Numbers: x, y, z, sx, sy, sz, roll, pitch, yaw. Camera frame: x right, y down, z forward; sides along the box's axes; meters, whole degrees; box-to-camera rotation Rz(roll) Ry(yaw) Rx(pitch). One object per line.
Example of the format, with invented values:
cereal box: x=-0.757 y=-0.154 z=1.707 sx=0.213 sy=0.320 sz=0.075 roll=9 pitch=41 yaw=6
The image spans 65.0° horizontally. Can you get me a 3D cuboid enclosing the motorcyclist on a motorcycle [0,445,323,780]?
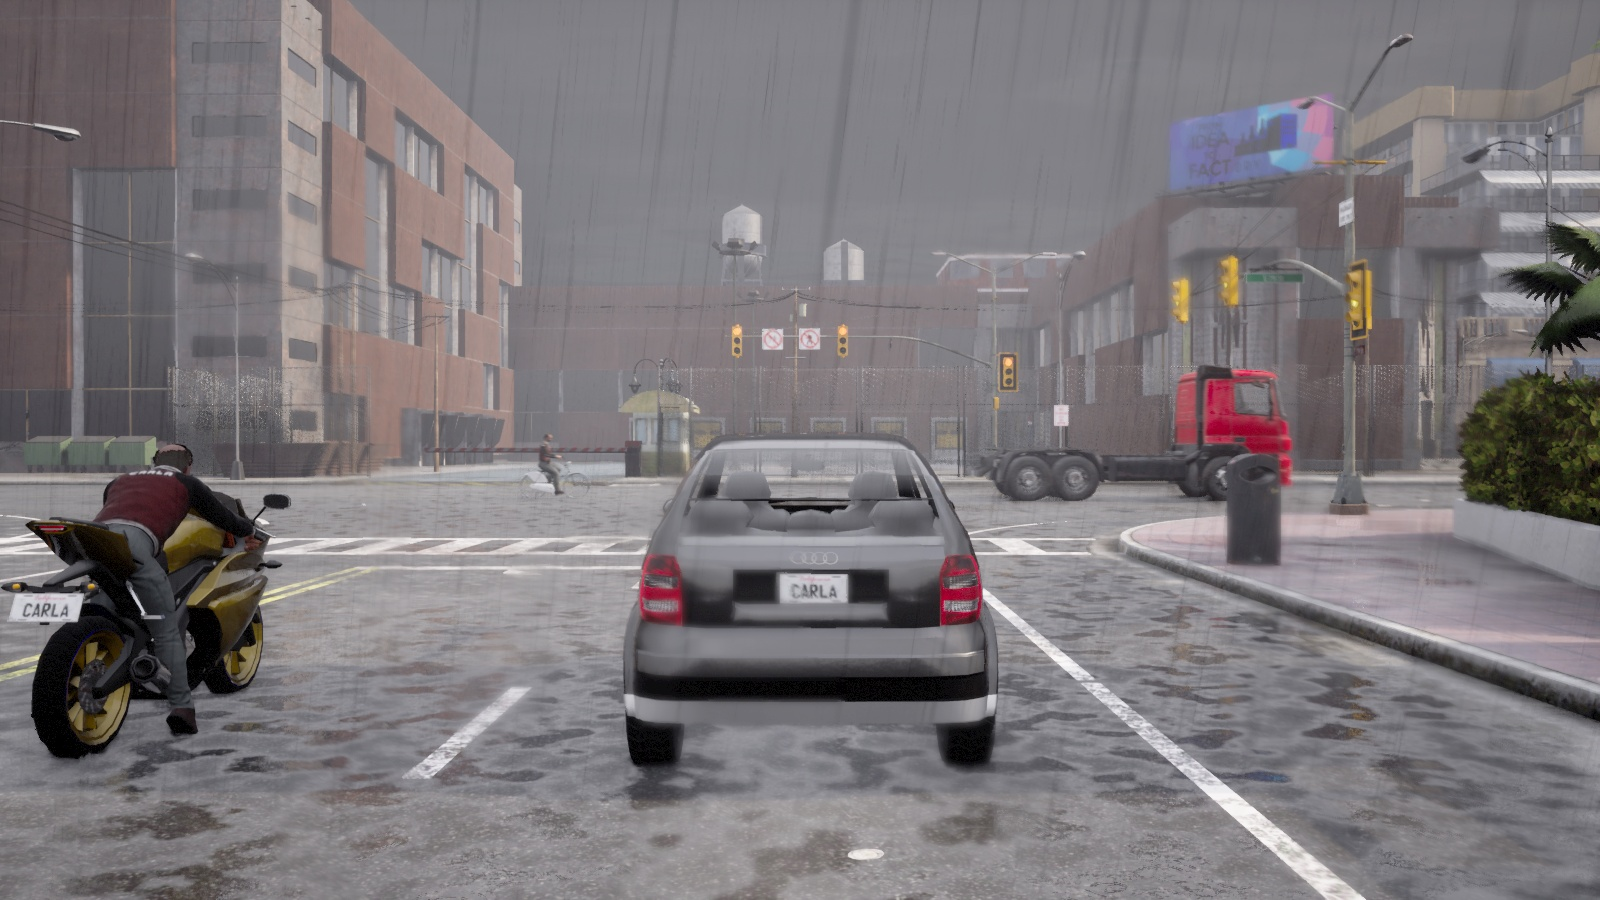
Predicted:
motorcyclist on a motorcycle: x=-3.454 y=0.740 z=6.842 sx=0.866 sy=1.530 sz=2.191 roll=0 pitch=0 yaw=0

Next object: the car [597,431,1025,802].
car: x=0.051 y=0.685 z=7.106 sx=1.789 sy=1.549 sz=3.705 roll=0 pitch=0 yaw=0

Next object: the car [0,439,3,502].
car: x=-21.909 y=0.507 z=29.955 sx=4.514 sy=1.525 sz=2.007 roll=0 pitch=0 yaw=1

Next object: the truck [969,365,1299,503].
truck: x=8.585 y=-0.415 z=33.036 sx=7.936 sy=3.462 sz=2.891 roll=0 pitch=0 yaw=1

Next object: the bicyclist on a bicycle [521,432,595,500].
bicyclist on a bicycle: x=-6.397 y=0.424 z=33.247 sx=1.843 sy=1.776 sz=0.659 roll=0 pitch=0 yaw=1
